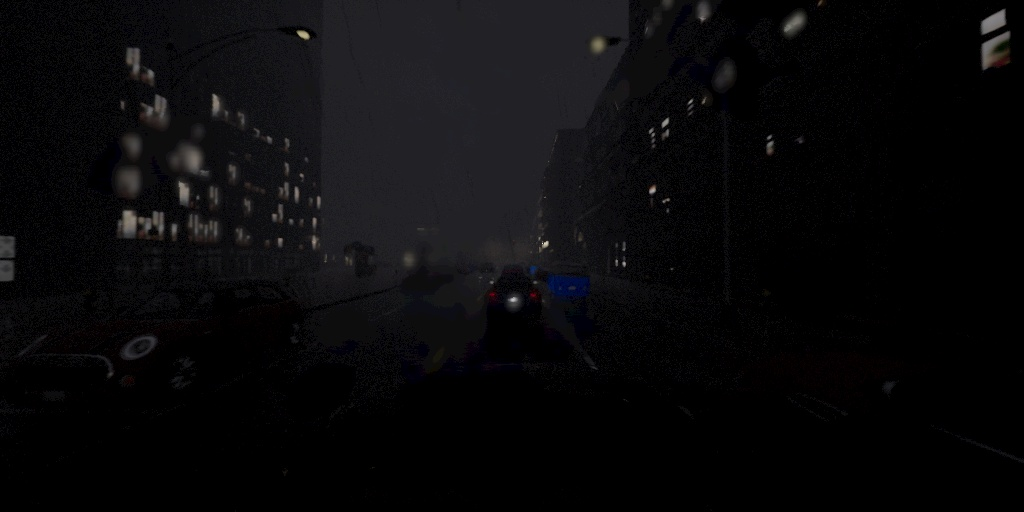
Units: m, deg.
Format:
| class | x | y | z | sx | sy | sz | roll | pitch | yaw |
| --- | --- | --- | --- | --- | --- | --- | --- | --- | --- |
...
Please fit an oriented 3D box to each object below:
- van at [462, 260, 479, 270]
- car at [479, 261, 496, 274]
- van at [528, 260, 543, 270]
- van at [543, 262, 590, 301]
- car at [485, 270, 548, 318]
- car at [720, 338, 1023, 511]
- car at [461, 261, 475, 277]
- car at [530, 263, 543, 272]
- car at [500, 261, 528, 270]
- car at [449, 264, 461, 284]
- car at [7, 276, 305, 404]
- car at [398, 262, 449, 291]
| class | x | y | z | sx | sy | sz | roll | pitch | yaw |
| --- | --- | --- | --- | --- | --- | --- | --- | --- | --- |
| van | -5.646 | 1.385 | 45.964 | 1.690 | 1.789 | 3.998 | 0 | 0 | 0 |
| car | -3.078 | 1.551 | 46.266 | 1.837 | 1.490 | 4.892 | 0 | 0 | 0 |
| van | 2.701 | 1.352 | 40.349 | 1.690 | 1.789 | 3.998 | 0 | 0 | 0 |
| van | 2.696 | 1.205 | 17.764 | 1.690 | 1.789 | 3.998 | 0 | 0 | 0 |
| car | 0.078 | 1.397 | 13.350 | 1.994 | 1.385 | 4.181 | 0 | 0 | 0 |
| car | 2.693 | 1.059 | 0.825 | 2.192 | 1.841 | 5.009 | 0 | 0 | 0 |
| car | -5.647 | 1.555 | 40.318 | 1.888 | 1.381 | 4.507 | 0 | 0 | 0 |
| car | 2.699 | 1.485 | 29.058 | 1.888 | 1.381 | 4.507 | 0 | 0 | 0 |
| car | 0.086 | 1.417 | 29.149 | 1.882 | 1.535 | 5.008 | 0 | 0 | 0 |
| car | -5.649 | 1.378 | 29.027 | 1.967 | 1.591 | 4.097 | 0 | 0 | 0 |
| car | -5.691 | 1.223 | 6.443 | 1.967 | 1.591 | 4.097 | 0 | 0 | 0 |
| car | -5.657 | 1.341 | 23.380 | 1.967 | 1.591 | 4.097 | 0 | 0 | 0 |
